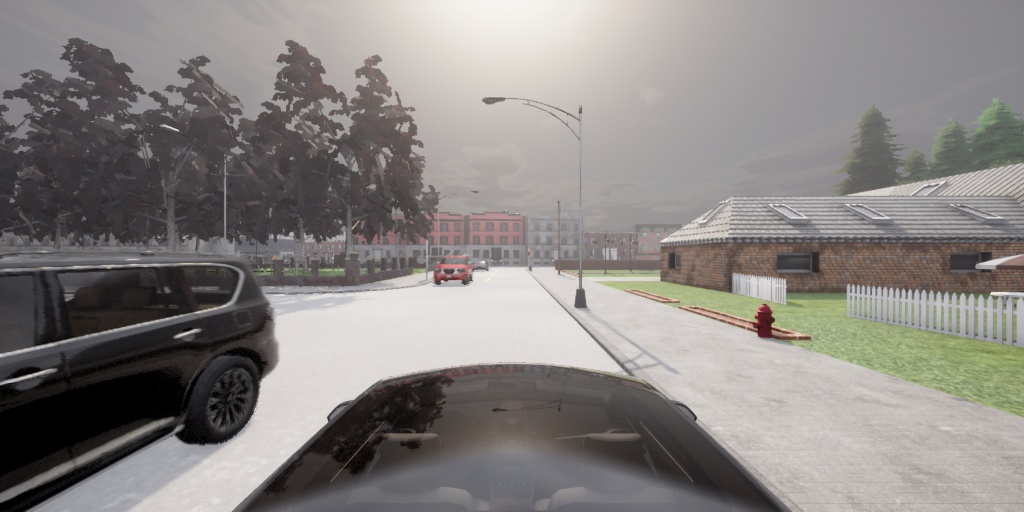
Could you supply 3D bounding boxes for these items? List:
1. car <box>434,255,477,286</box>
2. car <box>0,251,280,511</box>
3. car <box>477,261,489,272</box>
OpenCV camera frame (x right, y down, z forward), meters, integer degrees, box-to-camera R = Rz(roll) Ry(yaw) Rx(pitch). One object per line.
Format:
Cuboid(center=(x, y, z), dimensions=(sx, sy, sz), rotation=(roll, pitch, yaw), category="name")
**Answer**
Cuboid(center=(-4.100, 0.971, 25.999), dimensions=(2.150, 2.045, 5.566), rotation=(0, 0, 0), category="car")
Cuboid(center=(-4.101, 0.971, 2.376), dimensions=(2.150, 2.045, 5.566), rotation=(0, 0, 0), category="car")
Cuboid(center=(-4.065, 1.314, 46.453), dimensions=(1.994, 1.385, 4.181), rotation=(0, 0, 0), category="car")
